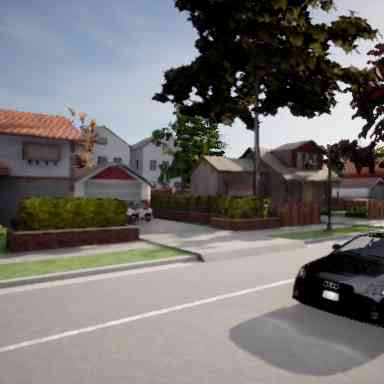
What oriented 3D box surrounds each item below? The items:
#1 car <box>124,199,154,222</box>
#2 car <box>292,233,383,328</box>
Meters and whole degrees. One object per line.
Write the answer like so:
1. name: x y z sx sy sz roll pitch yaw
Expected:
1. car: -4.092 1.184 21.700 1.970 1.475 3.806 0 0 -35
2. car: 3.983 1.576 6.797 4.181 1.385 1.994 0 0 -35
